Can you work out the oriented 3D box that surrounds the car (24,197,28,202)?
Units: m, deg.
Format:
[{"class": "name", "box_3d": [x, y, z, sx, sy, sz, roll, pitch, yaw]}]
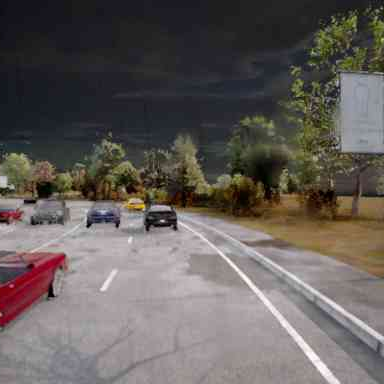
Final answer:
[{"class": "car", "box_3d": [-29.975, 1.645, 61.797, 1.895, 1.301, 4.718, 0, 0, -33]}]

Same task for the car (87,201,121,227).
[{"class": "car", "box_3d": [-6.064, 1.372, 23.230, 2.097, 1.767, 4.553, 0, 0, -11]}]

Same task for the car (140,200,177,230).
[{"class": "car", "box_3d": [-2.110, 1.488, 21.265, 1.882, 1.535, 5.008, 0, 0, -10]}]

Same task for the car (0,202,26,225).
[{"class": "car", "box_3d": [-13.529, 1.636, 23.919, 1.895, 1.301, 4.718, 0, 0, -13]}]

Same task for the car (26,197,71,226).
[{"class": "car", "box_3d": [-9.939, 1.380, 23.674, 2.097, 1.767, 4.553, 0, 0, -13]}]

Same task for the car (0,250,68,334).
[{"class": "car", "box_3d": [-3.677, 1.614, 5.554, 1.895, 1.301, 4.718, 0, 0, -3]}]

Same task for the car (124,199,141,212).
[{"class": "car", "box_3d": [-6.820, 1.504, 39.035, 1.882, 1.535, 5.008, 0, 0, -19]}]

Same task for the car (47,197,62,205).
[{"class": "car", "box_3d": [-25.223, 1.610, 60.953, 1.994, 1.385, 4.181, 0, 0, -32]}]
